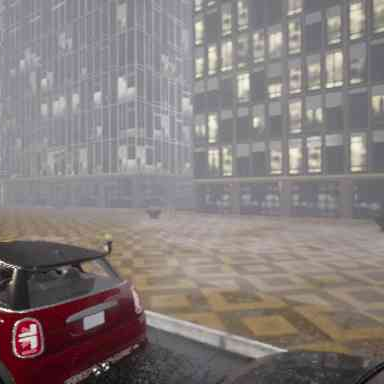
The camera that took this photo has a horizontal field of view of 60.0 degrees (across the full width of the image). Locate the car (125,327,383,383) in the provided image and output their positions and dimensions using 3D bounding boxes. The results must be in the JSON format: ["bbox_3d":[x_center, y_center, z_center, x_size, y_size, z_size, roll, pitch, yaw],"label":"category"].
[{"bbox_3d":[2.007,1.544,1.482,4.403,1.369,2.008,0,0,35],"label":"car"}]

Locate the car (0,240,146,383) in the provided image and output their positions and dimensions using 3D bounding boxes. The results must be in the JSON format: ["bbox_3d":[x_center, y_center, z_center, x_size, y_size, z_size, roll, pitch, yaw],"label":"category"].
[{"bbox_3d":[-2.656,1.420,4.739,4.097,1.590,1.967,0,0,35],"label":"car"}]
